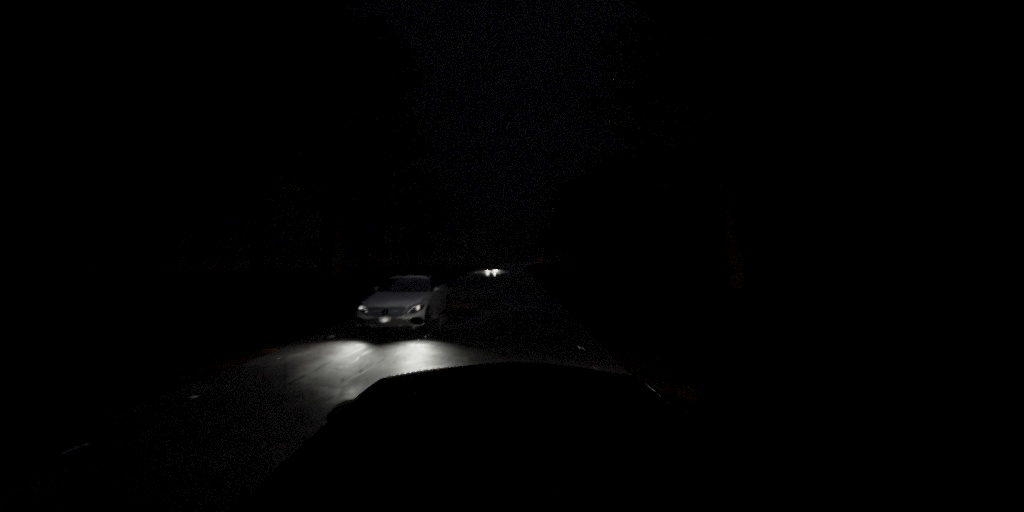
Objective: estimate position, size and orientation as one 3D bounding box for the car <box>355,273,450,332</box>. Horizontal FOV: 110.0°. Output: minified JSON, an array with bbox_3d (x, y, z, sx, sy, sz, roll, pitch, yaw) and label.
[{"bbox_3d":[-3.083,1.276,11.015,1.812,1.442,4.674,0,0,0],"label":"car"}]

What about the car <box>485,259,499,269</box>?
[{"bbox_3d":[-3.001,1.229,54.423,2.128,1.511,4.902,0,0,1],"label":"car"}]
